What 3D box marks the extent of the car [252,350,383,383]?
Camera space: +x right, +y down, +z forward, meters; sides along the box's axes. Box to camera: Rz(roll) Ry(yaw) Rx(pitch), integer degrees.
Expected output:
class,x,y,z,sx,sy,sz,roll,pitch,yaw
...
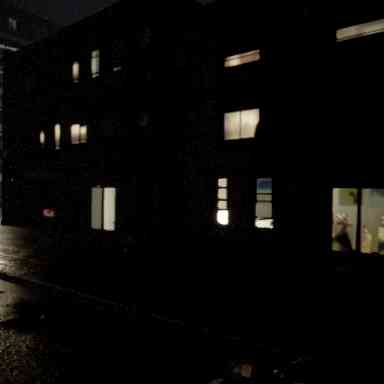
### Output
class,x,y,z,sx,sy,sz,roll,pitch,yaw
car,2.269,1.545,1.324,4.507,1.381,1.887,0,1,36
